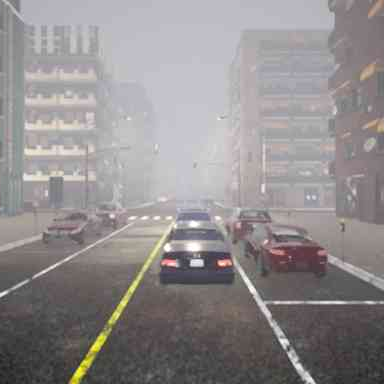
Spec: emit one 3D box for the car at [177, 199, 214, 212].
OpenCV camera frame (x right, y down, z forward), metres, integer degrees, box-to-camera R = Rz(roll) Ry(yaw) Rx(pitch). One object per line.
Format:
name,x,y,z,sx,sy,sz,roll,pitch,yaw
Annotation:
car,0.095,1.421,20.108,1.882,1.535,5.008,0,0,0

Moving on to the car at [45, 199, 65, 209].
car,-17.618,1.469,40.278,4.313,1.339,1.947,0,-1,0

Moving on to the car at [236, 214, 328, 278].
car,2.575,1.554,9.812,1.802,1.307,4.206,1,0,0

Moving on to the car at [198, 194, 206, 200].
car,2.586,1.300,87.485,2.008,1.369,4.403,1,0,0

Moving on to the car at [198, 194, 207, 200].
car,2.585,1.311,81.814,1.887,1.381,4.507,1,0,0

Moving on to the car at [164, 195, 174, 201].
car,-5.296,1.348,76.115,1.947,1.339,4.313,1,0,0

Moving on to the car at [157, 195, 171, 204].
car,-5.298,1.358,58.932,1.752,1.417,4.829,1,0,0

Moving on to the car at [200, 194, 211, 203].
car,2.584,1.256,64.801,1.967,1.590,4.097,1,0,0

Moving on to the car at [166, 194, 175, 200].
car,-5.295,1.311,81.785,1.887,1.381,4.507,1,0,0

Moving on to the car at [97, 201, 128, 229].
car,-5.310,1.382,20.889,1.967,1.590,4.097,1,0,0

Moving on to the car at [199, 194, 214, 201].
car,2.581,1.399,53.460,2.008,1.369,4.403,1,0,0

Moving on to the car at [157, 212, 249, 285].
car,0.102,1.521,9.467,2.033,1.411,5.357,0,0,0

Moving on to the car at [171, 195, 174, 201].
car,-5.297,1.325,70.274,1.752,1.417,4.829,1,0,0

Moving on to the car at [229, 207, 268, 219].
car,2.578,1.397,15.361,1.967,1.590,4.097,1,0,0

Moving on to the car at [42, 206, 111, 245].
car,-5.309,1.539,15.340,1.802,1.307,4.206,1,0,0

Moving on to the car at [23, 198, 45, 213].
car,-17.558,1.143,32.401,5.009,1.841,2.192,0,-1,0
